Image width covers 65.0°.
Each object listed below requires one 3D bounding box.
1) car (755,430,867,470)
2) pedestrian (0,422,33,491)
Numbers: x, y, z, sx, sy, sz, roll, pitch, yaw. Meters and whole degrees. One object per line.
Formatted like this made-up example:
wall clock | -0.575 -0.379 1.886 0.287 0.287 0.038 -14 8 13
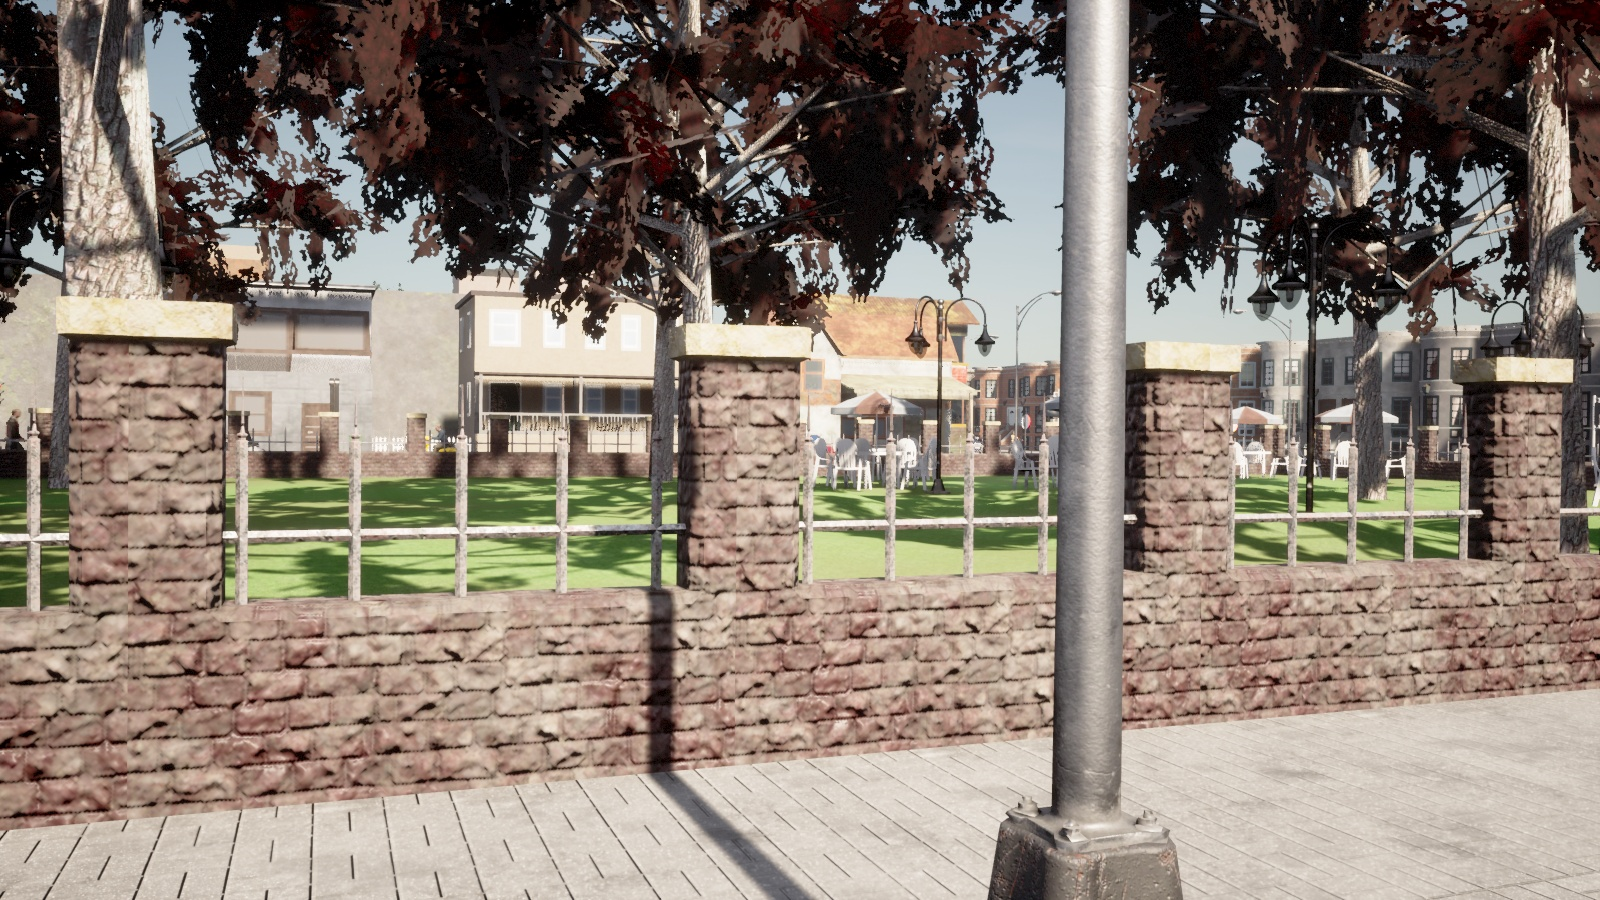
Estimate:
car | 0.417 -0.023 48.056 3.806 1.475 1.970 -1 1 -21
pedestrian | -21.301 0.183 34.119 0.720 1.854 0.376 -1 1 -21
